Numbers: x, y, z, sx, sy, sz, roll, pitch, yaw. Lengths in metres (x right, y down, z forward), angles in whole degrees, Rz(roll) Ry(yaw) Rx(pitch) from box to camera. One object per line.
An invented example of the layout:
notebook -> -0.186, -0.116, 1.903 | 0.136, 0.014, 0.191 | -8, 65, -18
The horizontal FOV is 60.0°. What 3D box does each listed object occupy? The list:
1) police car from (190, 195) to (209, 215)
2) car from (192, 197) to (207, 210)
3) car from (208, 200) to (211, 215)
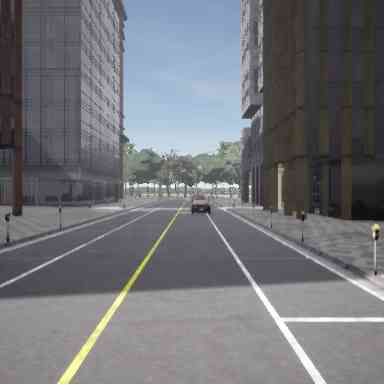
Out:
police car -> 0.900, 1.444, 34.268 | 1.930, 1.638, 5.238 | 0, 0, 0
car -> 0.900, 1.510, 44.158 | 1.882, 1.535, 5.008 | 0, 0, 0
car -> 2.762, 1.535, 30.011 | 1.887, 1.381, 4.507 | 0, 0, 0
